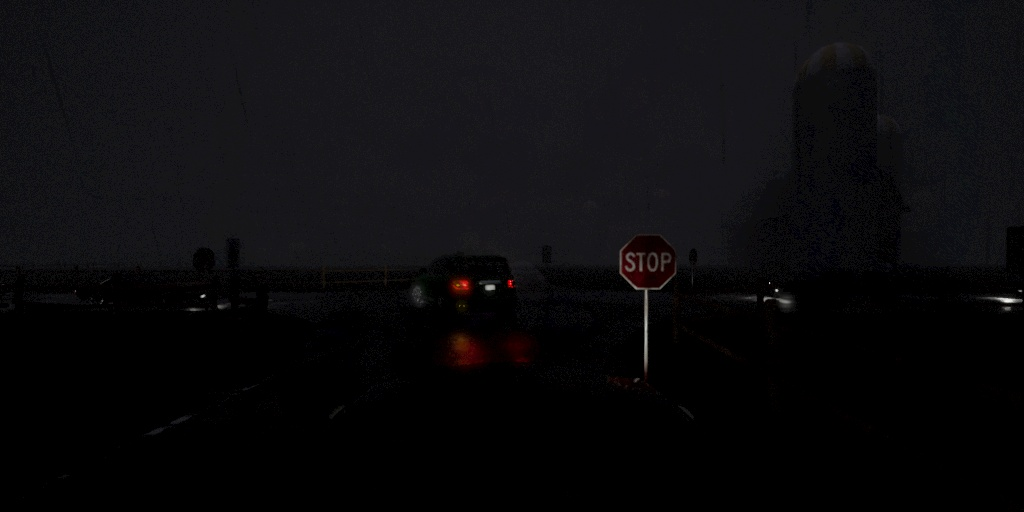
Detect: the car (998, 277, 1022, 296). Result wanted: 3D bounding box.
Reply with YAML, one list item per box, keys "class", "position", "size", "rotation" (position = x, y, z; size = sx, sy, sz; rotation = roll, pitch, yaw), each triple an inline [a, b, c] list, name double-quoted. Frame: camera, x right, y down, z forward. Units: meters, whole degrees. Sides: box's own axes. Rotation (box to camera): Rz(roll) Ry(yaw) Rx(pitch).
- class: "car"
  position: [26.372, 1.244, 16.583]
  size: [5.357, 1.411, 2.033]
  rotation: [0, 0, 2]

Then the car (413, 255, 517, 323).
- class: "car"
  position: [-1.820, 0.976, 12.530]
  size: [2.150, 2.045, 5.566]
  rotation: [0, 0, -27]

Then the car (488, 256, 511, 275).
- class: "car"
  position: [-1.338, 1.020, 40.687]
  size: [2.150, 2.045, 5.566]
  rotation: [0, 0, 2]

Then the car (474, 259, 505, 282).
- class: "car"
  position: [-1.794, 1.128, 30.380]
  size: [2.097, 1.767, 4.553]
  rotation: [0, 0, 4]

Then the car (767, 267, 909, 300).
- class: "car"
  position: [15.314, 1.258, 17.031]
  size: [5.357, 1.411, 2.033]
  rotation: [0, 0, 2]

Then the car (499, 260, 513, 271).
- class: "car"
  position: [-0.812, 1.361, 53.371]
  size: [1.812, 1.442, 4.674]
  rotation: [0, 0, 3]

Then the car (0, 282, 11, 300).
- class: "car"
  position: [-25.348, 1.437, 15.730]
  size: [4.718, 1.301, 1.895]
  rotation: [0, 0, 2]

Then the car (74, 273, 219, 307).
- class: "car"
  position: [-15.373, 1.407, 15.348]
  size: [4.718, 1.301, 1.895]
  rotation: [0, 0, 2]
